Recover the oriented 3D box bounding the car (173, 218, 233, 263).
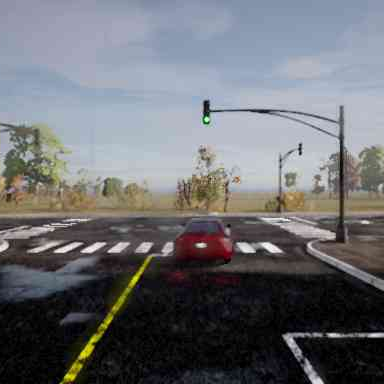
[{"bbox_3d":[0.528,1.648,12.369,1.994,1.385,4.181,0,0,7],"label":"car"}]
